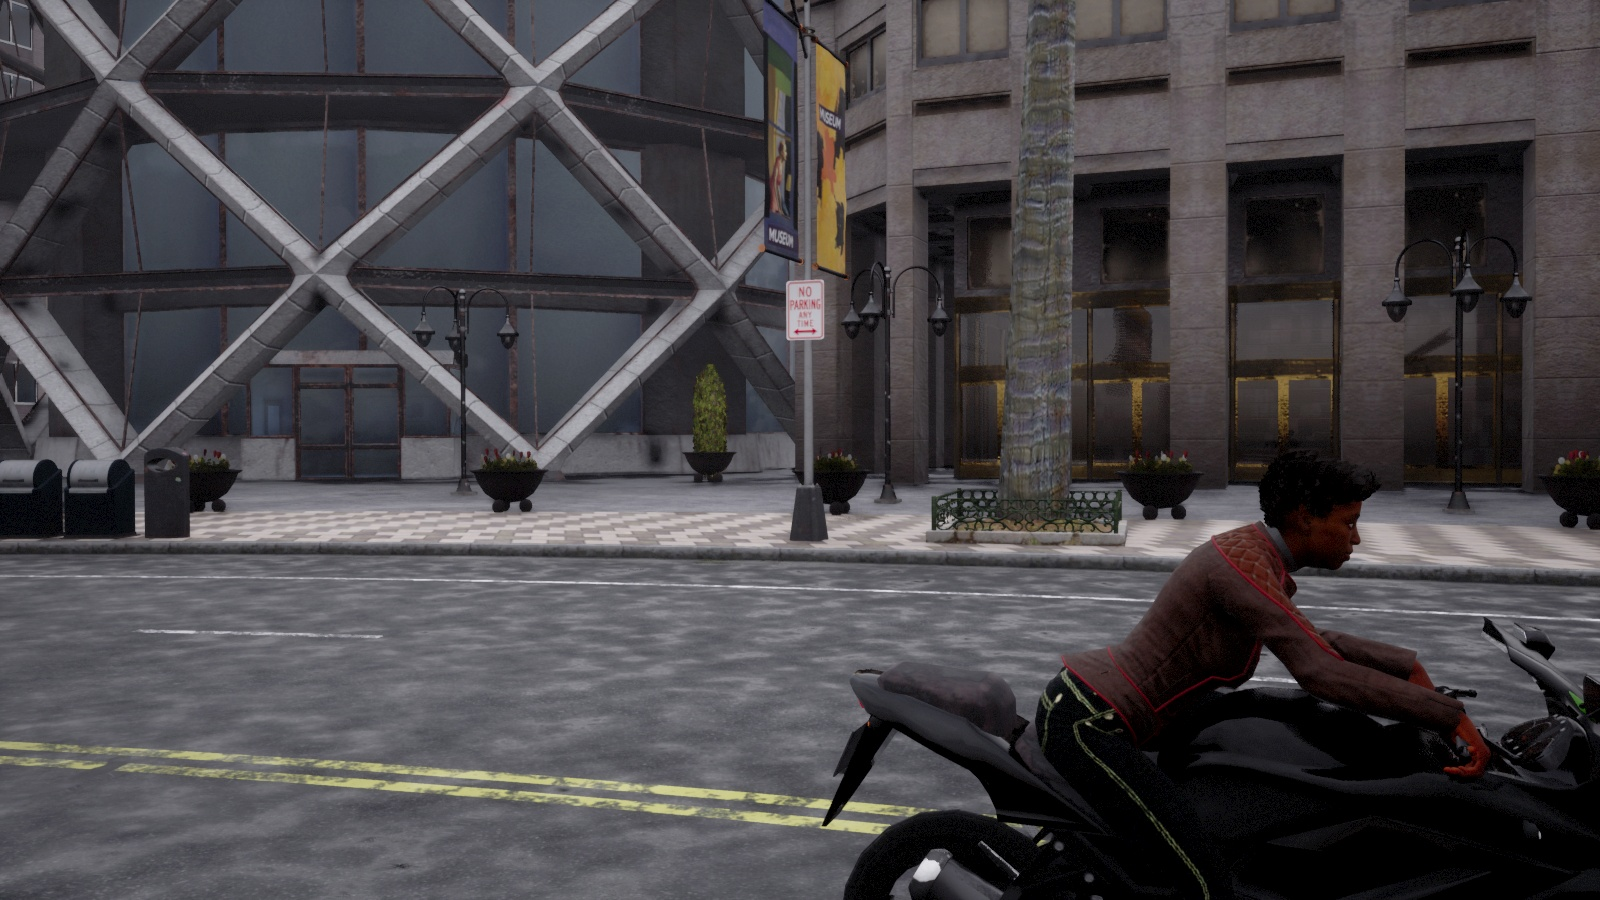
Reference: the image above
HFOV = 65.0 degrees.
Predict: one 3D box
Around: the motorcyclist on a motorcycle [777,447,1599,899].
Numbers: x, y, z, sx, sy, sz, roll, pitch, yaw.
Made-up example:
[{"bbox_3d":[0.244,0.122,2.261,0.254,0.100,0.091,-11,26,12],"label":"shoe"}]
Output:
[{"bbox_3d":[1.045,0.766,2.889,2.044,1.523,0.797,1,1,19],"label":"motorcyclist on a motorcycle"}]
